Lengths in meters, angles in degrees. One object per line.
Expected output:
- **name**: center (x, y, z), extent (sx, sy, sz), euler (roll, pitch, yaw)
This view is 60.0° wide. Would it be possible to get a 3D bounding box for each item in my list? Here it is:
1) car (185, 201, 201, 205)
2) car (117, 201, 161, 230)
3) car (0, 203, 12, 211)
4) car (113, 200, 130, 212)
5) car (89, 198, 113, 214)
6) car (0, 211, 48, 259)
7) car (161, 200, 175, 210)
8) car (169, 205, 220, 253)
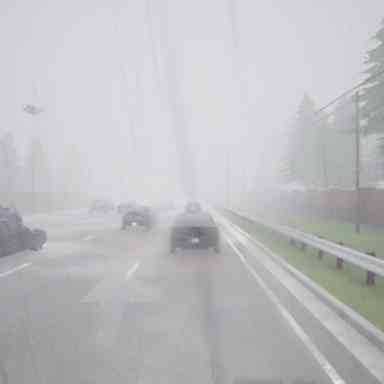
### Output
- **car**: center (0.122, 1.771, 39.619), extent (1.994, 1.385, 4.181), euler (0, 0, 0)
- **car**: center (-3.388, 1.622, 22.013), extent (1.837, 1.490, 4.892), euler (0, 0, 0)
- **car**: center (-10.390, 1.307, 15.983), extent (2.150, 2.045, 5.566), euler (0, 0, 0)
- **car**: center (-6.881, 1.668, 36.522), extent (1.882, 1.535, 5.008), euler (0, 0, 0)
- **car**: center (-10.379, 1.554, 38.758), extent (2.097, 1.767, 4.553), euler (0, 0, 0)
- **car**: center (-6.893, 1.608, 11.356), extent (2.033, 1.411, 5.357), euler (0, 0, 0)
- **car**: center (-3.376, 1.805, 46.122), extent (1.994, 1.385, 4.181), euler (0, 0, 0)
- **car**: center (0.107, 1.551, 14.069), extent (1.882, 1.535, 5.008), euler (0, 0, 0)
